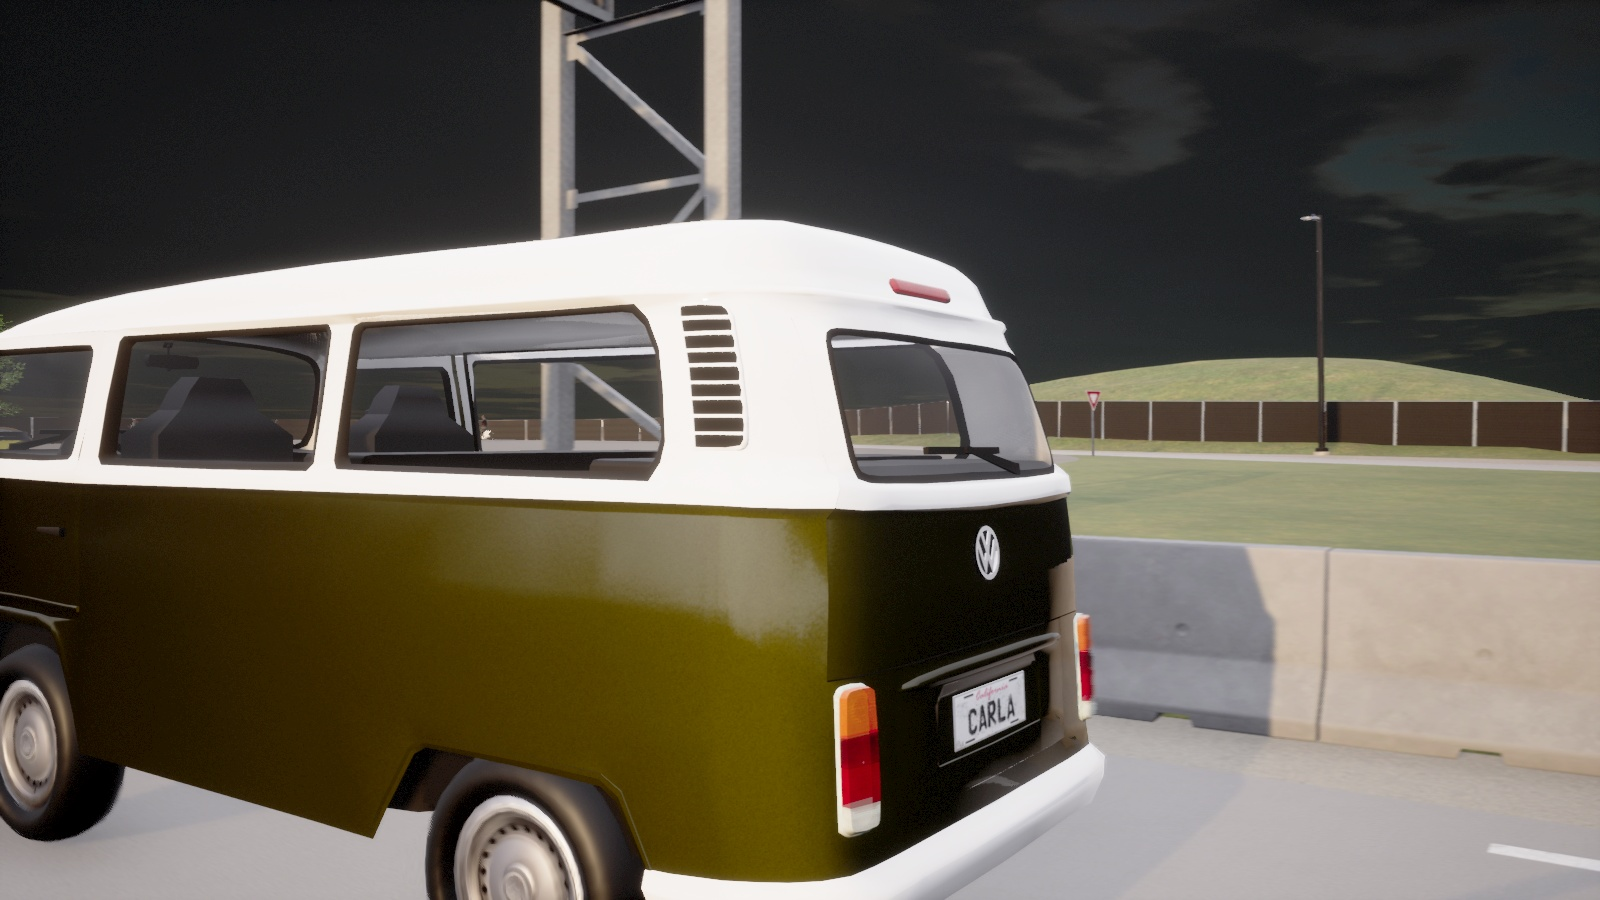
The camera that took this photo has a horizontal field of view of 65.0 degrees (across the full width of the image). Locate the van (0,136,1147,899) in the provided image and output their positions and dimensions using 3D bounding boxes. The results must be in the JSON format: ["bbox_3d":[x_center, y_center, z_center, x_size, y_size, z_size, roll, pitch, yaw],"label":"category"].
[{"bbox_3d":[-1.306,0.407,4.486,4.480,2.038,2.069,0,1,34],"label":"van"}]
